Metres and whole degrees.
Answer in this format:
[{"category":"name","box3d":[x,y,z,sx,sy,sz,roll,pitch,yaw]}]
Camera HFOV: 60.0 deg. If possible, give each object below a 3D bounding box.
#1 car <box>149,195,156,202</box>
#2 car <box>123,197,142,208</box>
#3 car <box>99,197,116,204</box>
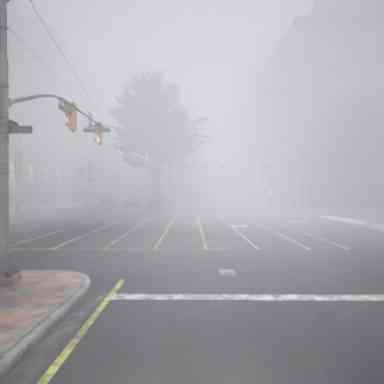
[{"category":"car","box3d":[-8.033,1.352,71.407,2.128,1.511,4.902,0,0,0]},{"category":"car","box3d":[-8.015,1.464,45.383,1.812,1.442,4.674,0,1,0]},{"category":"car","box3d":[-14.776,1.454,58.125,1.895,1.301,4.718,0,0,0]}]
